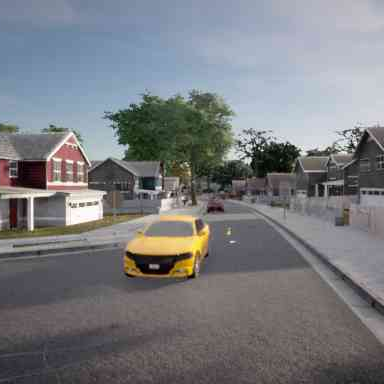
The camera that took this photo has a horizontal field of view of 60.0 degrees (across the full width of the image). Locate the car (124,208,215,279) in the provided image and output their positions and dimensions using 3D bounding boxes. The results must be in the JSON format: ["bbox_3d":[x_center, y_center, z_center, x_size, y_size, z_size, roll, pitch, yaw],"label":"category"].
[{"bbox_3d":[-0.521,1.491,10.323,1.882,1.535,5.008,0,0,9],"label":"car"}]

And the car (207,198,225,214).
[{"bbox_3d":[2.646,1.651,36.275,1.895,1.301,4.718,0,0,5],"label":"car"}]

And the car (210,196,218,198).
[{"bbox_3d":[4.203,1.511,62.393,1.882,1.535,5.008,0,0,1],"label":"car"}]
